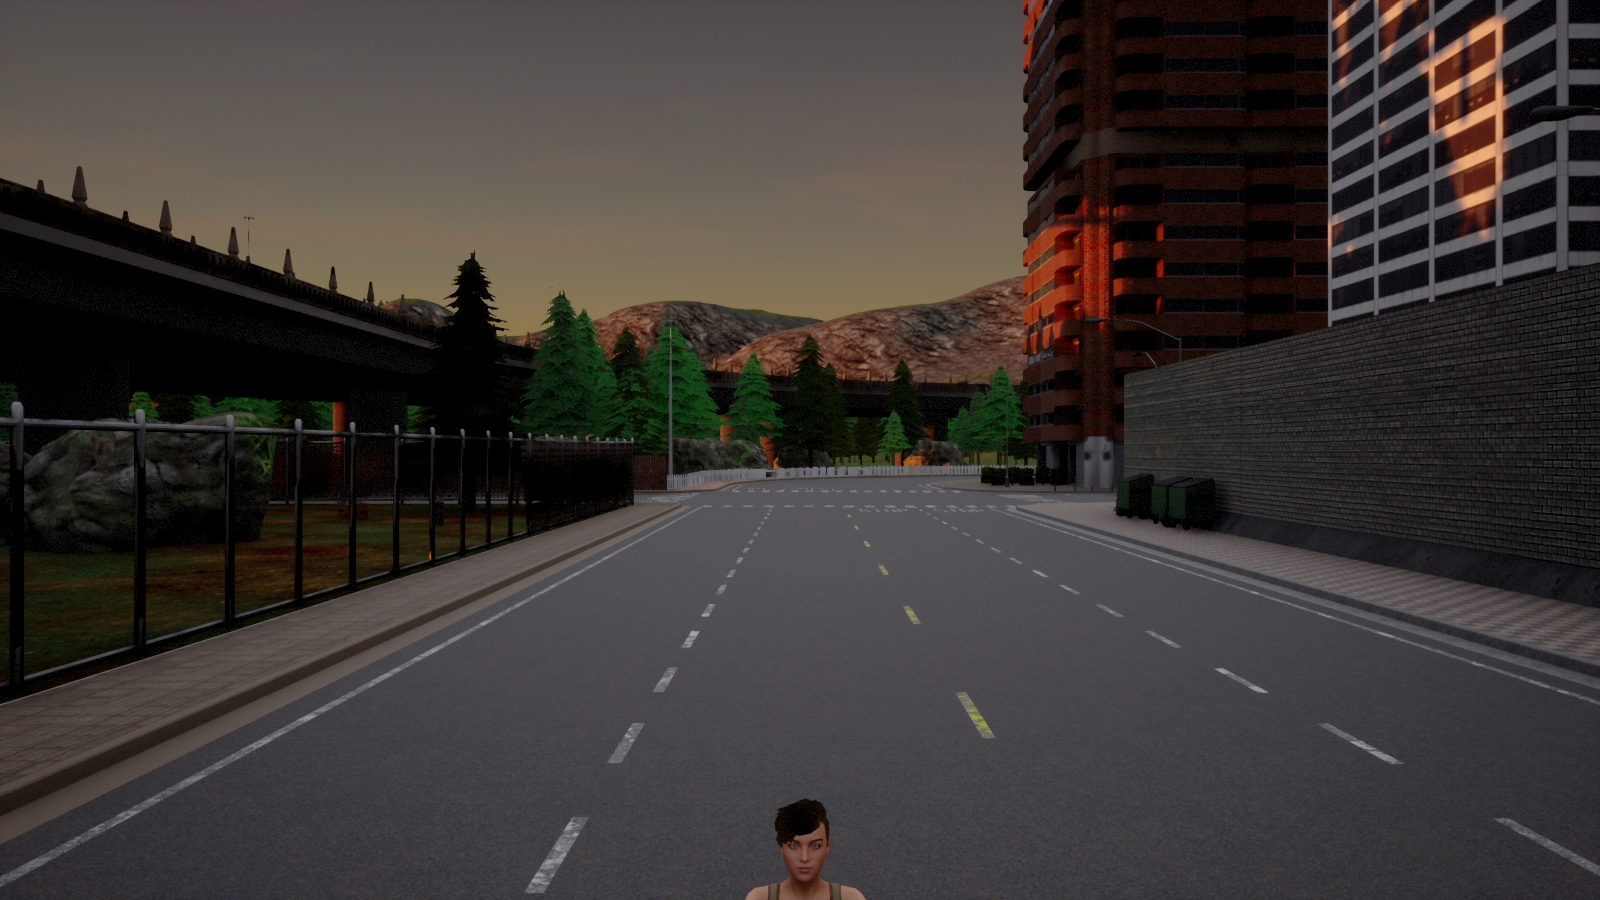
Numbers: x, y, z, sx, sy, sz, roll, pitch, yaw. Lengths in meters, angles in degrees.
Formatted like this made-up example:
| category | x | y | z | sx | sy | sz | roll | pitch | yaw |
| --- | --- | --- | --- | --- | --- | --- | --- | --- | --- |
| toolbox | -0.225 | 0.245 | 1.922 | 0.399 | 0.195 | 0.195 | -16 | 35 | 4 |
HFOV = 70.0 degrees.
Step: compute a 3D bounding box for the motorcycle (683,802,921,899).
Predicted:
| category | x | y | z | sx | sy | sz | roll | pitch | yaw |
| --- | --- | --- | --- | --- | --- | --- | --- | --- | --- |
| motorcycle | 0.006 | 2.099 | 3.507 | 0.764 | 1.307 | 2.356 | 0 | 0 | 0 |
